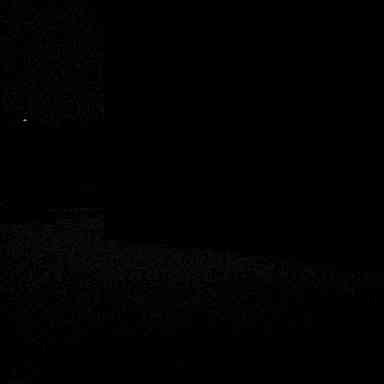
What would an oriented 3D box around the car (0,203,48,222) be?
[{"bbox_3d":[-13.069,1.588,24.090,1.895,1.301,4.718,0,0,35],"label":"car"}]
